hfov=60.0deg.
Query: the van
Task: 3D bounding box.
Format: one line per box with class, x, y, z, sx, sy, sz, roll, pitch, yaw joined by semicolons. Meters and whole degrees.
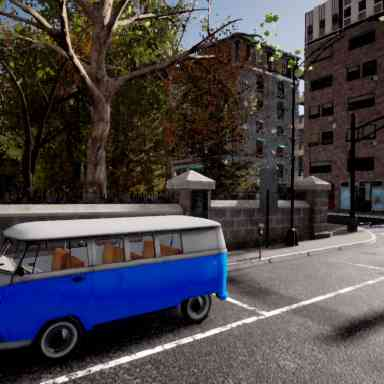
van;-1.246;1.342;5.613;3.998;1.788;1.690;0;1;-36
